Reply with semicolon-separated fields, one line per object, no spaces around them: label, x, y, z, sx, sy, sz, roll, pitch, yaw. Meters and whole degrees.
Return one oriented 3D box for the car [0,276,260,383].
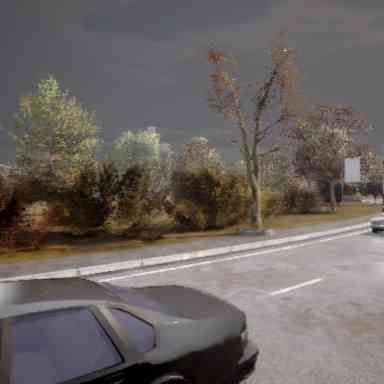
car;-1.820;1.576;2.794;5.357;1.411;2.033;0;0;-36

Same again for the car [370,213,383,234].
car;11.729;1.648;18.762;4.718;1.301;1.895;0;-1;-44
